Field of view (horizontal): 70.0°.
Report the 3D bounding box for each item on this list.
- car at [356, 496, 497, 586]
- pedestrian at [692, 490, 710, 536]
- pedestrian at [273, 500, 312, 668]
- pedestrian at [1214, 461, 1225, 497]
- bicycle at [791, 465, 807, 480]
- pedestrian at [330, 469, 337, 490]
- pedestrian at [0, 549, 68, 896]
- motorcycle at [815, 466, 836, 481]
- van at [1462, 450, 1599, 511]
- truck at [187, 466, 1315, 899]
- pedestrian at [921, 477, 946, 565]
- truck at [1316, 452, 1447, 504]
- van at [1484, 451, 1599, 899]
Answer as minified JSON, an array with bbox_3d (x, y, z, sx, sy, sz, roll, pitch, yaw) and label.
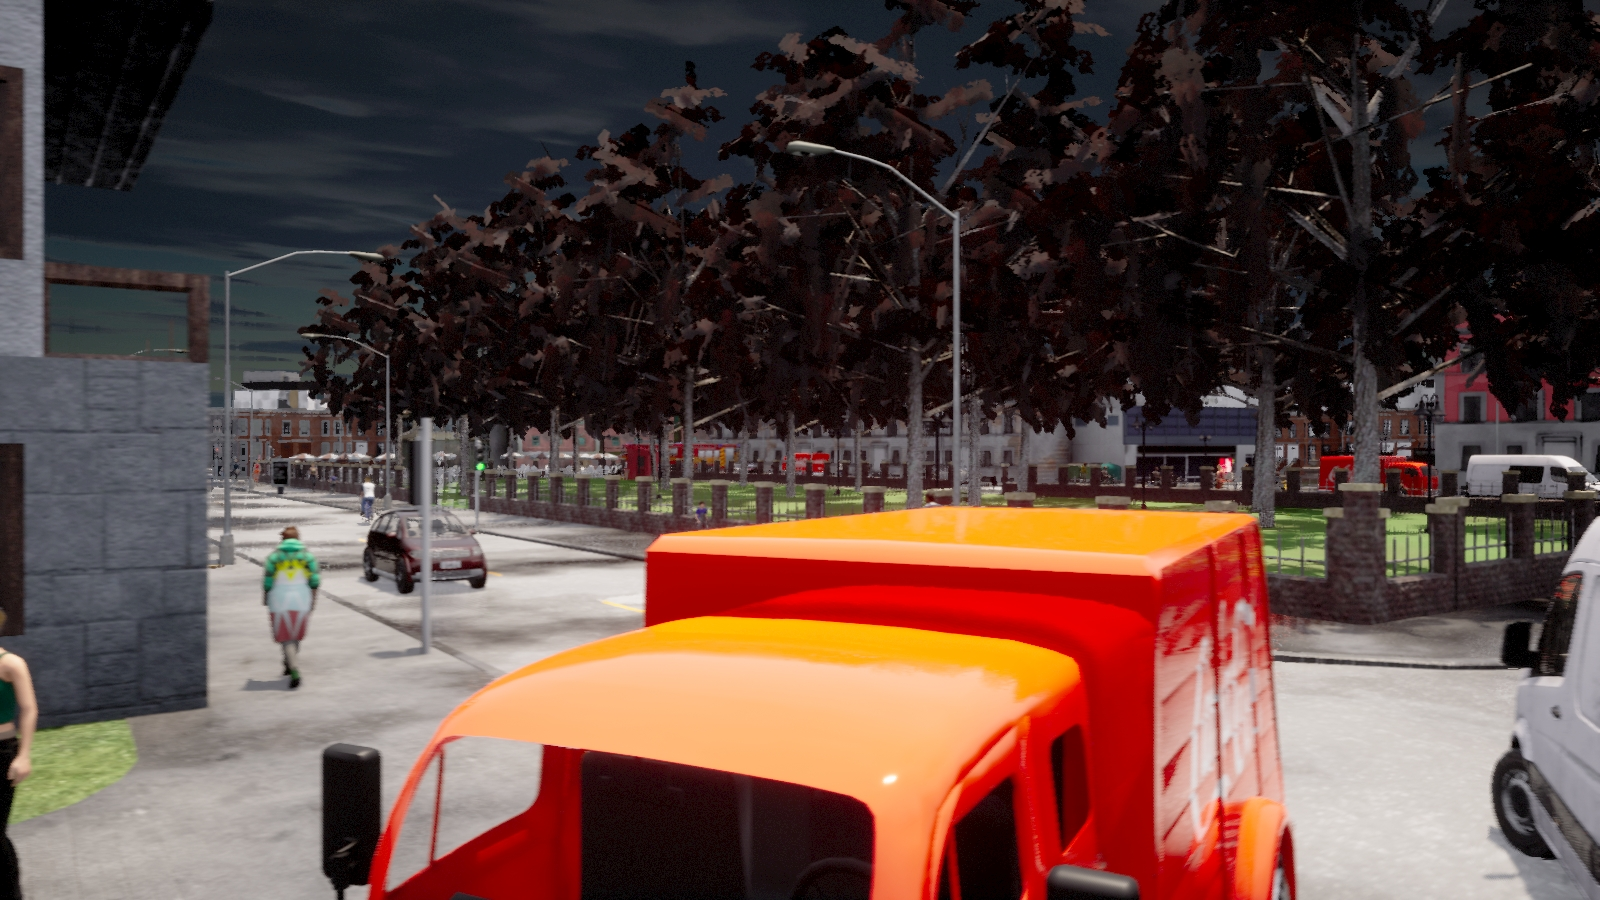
[{"bbox_3d":[-7.790,1.803,23.644,1.789,1.549,3.705,0,0,-34],"label":"car"},{"bbox_3d":[-2.839,1.798,32.841,0.375,1.300,0.375,0,0,-34],"label":"pedestrian"},{"bbox_3d":[-5.816,1.514,13.090,0.375,1.860,0.375,0,0,-29],"label":"pedestrian"},{"bbox_3d":[21.831,1.500,59.423,0.375,1.860,0.375,0,0,-22],"label":"pedestrian"},{"bbox_3d":[-0.086,1.916,99.161,0.329,1.271,1.835,0,0,-35],"label":"bicycle"},{"bbox_3d":[-28.720,1.798,70.331,0.375,1.300,0.375,0,0,-35],"label":"pedestrian"},{"bbox_3d":[-4.481,1.516,6.500,0.375,1.860,0.375,0,0,17],"label":"pedestrian"},{"bbox_3d":[2.122,1.938,95.925,0.856,1.236,1.805,0,0,-35],"label":"motorcycle"},{"bbox_3d":[33.177,1.290,51.036,1.988,2.561,5.915,0,0,-35],"label":"van"},{"bbox_3d":[0.626,1.346,4.948,2.627,2.467,5.204,0,0,28],"label":"truck"},{"bbox_3d":[2.878,1.518,24.598,0.375,1.860,0.375,0,0,-35],"label":"pedestrian"},{"bbox_3d":[28.972,1.324,57.090,2.627,2.467,5.204,0,0,-35],"label":"truck"},{"bbox_3d":[5.140,1.310,5.826,1.988,2.561,5.915,1,0,23],"label":"van"}]
